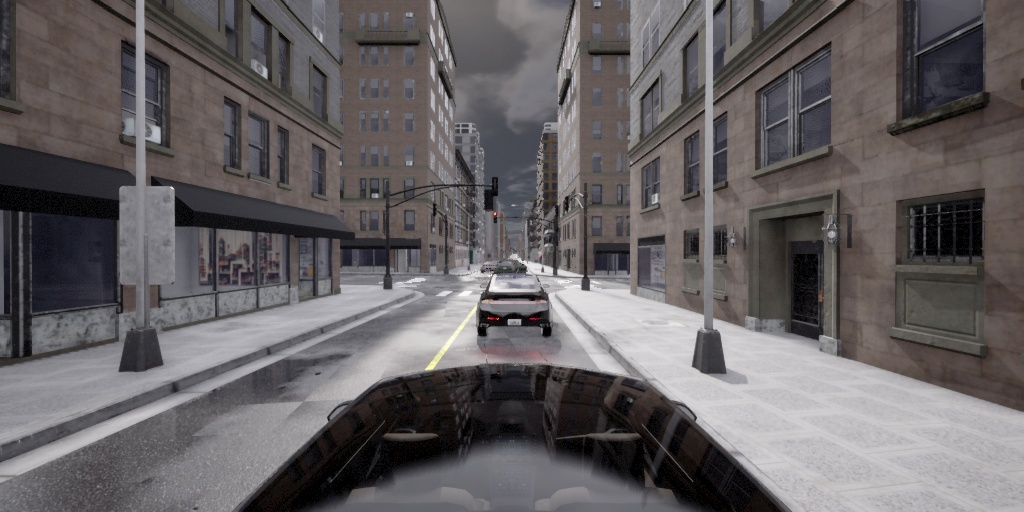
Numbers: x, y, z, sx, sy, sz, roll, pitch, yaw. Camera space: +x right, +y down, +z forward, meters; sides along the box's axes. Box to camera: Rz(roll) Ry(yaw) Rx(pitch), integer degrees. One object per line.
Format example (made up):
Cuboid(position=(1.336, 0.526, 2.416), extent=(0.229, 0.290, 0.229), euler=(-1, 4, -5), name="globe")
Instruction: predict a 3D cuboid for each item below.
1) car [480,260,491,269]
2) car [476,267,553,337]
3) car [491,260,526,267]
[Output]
Cuboid(position=(-2.713, 1.372, 43.967), extent=(1.994, 1.385, 4.181), euler=(0, 0, 1), name="car")
Cuboid(position=(0.075, 1.243, 10.311), extent=(2.128, 1.511, 4.902), euler=(0, 0, 1), name="car")
Cuboid(position=(-0.033, 1.143, 35.017), extent=(2.097, 1.767, 4.553), euler=(0, 0, 19), name="car")
